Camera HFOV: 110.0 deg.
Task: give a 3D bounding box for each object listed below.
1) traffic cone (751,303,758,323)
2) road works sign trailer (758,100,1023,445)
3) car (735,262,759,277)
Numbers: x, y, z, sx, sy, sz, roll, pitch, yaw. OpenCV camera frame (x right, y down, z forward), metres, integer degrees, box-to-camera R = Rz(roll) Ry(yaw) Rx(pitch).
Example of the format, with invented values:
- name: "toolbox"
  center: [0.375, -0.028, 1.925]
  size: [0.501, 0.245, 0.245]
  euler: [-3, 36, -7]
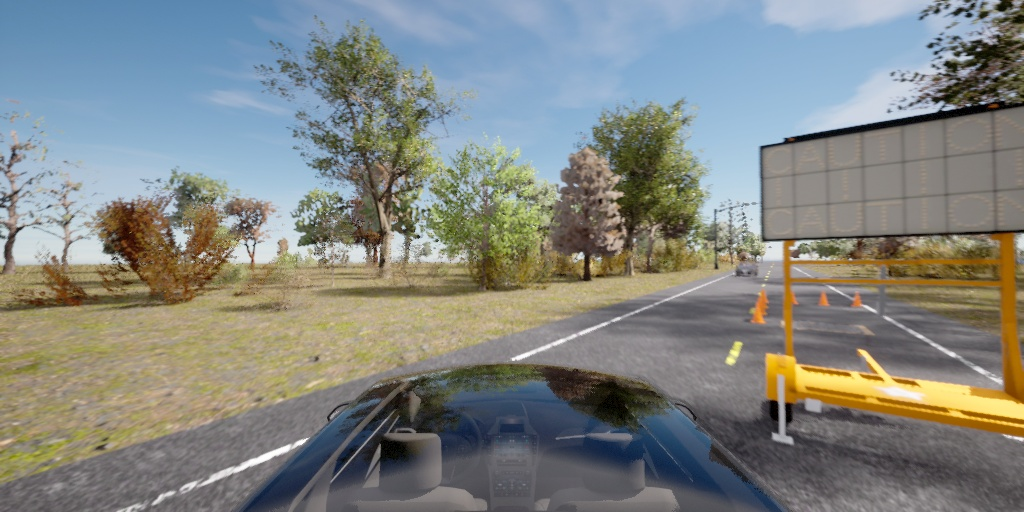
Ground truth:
- name: "traffic cone"
  center: [7.476, 1.716, 10.892]
  size: [0.340, 0.580, 0.340]
  euler: [0, 0, 36]
- name: "road works sign trailer"
  center: [4.535, 0.186, 4.373]
  size: [2.380, 3.560, 2.880]
  euler: [0, 0, 36]
- name: "car"
  center: [25.073, 1.380, 38.246]
  size: [2.128, 1.511, 4.902]
  euler: [-1, -1, 36]
